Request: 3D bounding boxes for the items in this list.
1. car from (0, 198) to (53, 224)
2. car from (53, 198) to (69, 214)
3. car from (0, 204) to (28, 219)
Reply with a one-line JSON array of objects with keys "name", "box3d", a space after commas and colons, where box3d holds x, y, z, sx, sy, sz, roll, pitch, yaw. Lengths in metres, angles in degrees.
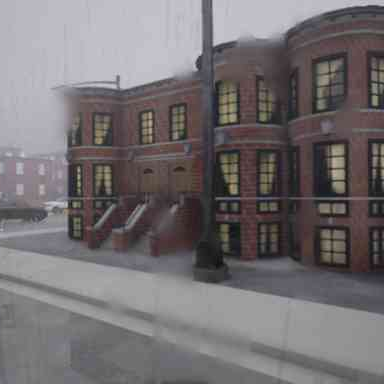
[{"name": "car", "box3d": [-14.751, 1.531, 27.086, 2.150, 2.045, 5.566, -1, 0, 36]}, {"name": "car", "box3d": [-13.923, 1.867, 40.628, 1.882, 1.535, 5.008, -1, 0, 35]}, {"name": "car", "box3d": [-19.075, 1.954, 33.406, 1.994, 1.385, 4.181, -1, 0, 36]}]
